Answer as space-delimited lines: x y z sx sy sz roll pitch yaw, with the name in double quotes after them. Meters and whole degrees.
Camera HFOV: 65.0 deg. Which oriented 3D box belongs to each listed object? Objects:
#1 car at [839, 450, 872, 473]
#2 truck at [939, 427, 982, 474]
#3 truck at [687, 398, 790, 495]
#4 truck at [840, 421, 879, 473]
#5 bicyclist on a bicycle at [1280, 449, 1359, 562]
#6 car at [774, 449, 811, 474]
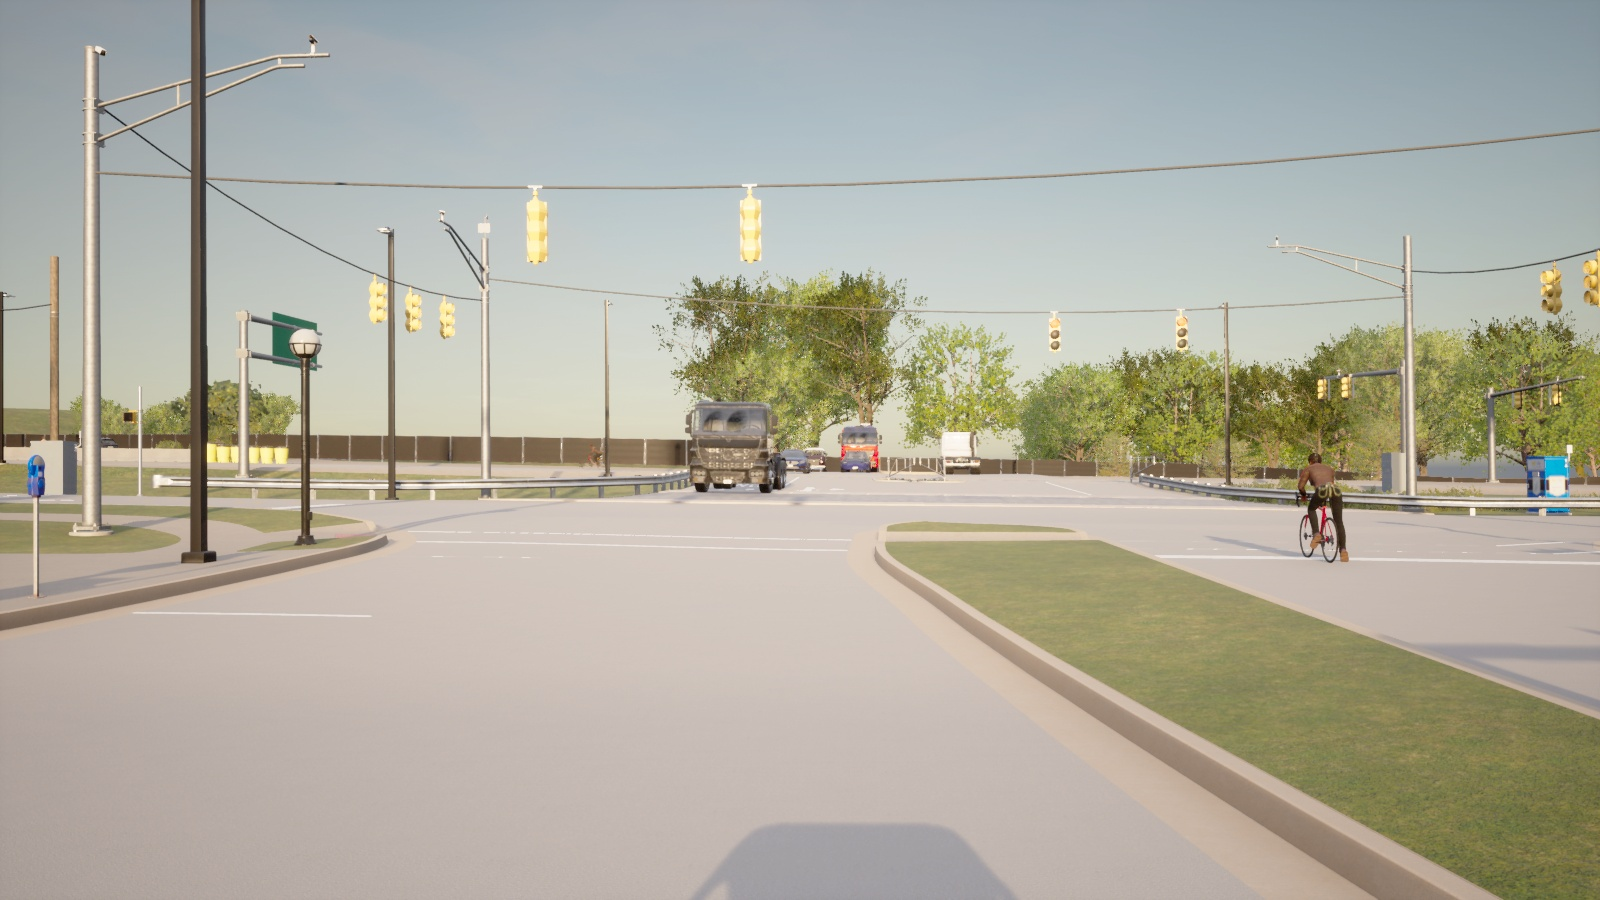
3.829 0.784 86.151 2.163 1.488 4.792 0 -1 4 "car"
12.405 0.080 97.546 2.891 3.462 7.936 -1 -1 5 "truck"
-2.239 -0.134 48.801 2.891 3.462 7.936 0 0 5 "truck"
4.613 -0.144 98.575 2.891 3.827 8.468 0 -2 2 "truck"
7.829 0.809 18.989 0.582 1.620 1.656 0 0 4 "bicyclist on a bicycle"
-0.427 0.689 74.569 1.812 1.442 4.674 0 -1 4 "car"
